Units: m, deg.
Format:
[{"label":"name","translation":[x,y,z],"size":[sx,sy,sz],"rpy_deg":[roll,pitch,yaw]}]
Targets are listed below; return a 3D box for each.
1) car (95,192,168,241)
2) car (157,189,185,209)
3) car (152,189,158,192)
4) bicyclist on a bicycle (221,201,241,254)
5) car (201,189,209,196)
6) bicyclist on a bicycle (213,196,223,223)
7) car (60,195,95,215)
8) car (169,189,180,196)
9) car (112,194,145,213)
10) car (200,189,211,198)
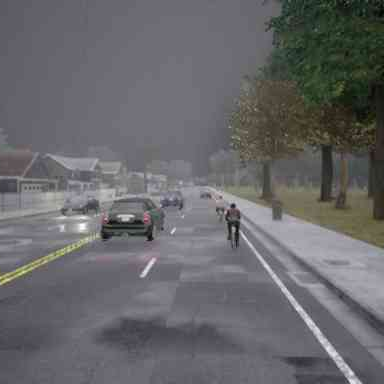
[{"label":"car","translation":[-2.489,1.047,15.010],"size":[2.097,1.767,4.553],"rpy_deg":[0,1,2]},{"label":"car","translation":[-1.817,0.699,32.765],"size":[2.097,1.767,4.553],"rpy_deg":[0,1,2]},{"label":"car","translation":[-7.150,0.154,66.791],"size":[1.882,1.535,5.008],"rpy_deg":[0,1,3]},{"label":"bicyclist on a bicycle","translation":[1.424,1.222,11.429],"size":[0.582,1.620,1.656],"rpy_deg":[0,1,2]},{"label":"car","translation":[2.914,0.034,74.470],"size":[1.837,1.490,4.892],"rpy_deg":[0,1,2]},{"label":"bicyclist on a bicycle","translation":[1.720,1.034,20.072],"size":[0.866,1.612,1.509],"rpy_deg":[0,1,2]},{"label":"car","translation":[-8.761,0.991,26.466],"size":[1.812,1.442,4.674],"rpy_deg":[0,1,2]},{"label":"car","translation":[-3.720,0.066,71.059],"size":[1.882,1.535,5.008],"rpy_deg":[0,1,2]},{"label":"car","translation":[-5.416,0.947,28.854],"size":[1.812,1.442,4.674],"rpy_deg":[0,1,2]},{"label":"car","translation":[2.427,0.366,58.986],"size":[1.812,1.442,4.674],"rpy_deg":[0,1,2]}]
